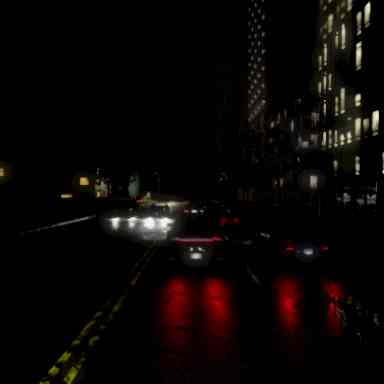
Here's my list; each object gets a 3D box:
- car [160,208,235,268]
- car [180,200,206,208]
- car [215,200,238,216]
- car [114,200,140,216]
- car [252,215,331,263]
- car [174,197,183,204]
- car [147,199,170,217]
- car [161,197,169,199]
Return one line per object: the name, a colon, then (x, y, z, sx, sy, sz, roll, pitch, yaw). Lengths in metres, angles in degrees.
car: (0.132, 1.520, 11.402, 2.128, 1.511, 4.902, 0, 0, 0)
car: (0.228, 1.626, 29.360, 2.033, 1.411, 5.357, 0, 0, 0)
car: (3.501, 1.588, 33.872, 2.128, 1.511, 4.902, 0, 0, 0)
car: (-6.445, 1.564, 33.399, 1.882, 1.535, 5.008, 0, 0, 0)
car: (3.390, 1.557, 11.940, 1.812, 1.442, 4.674, 0, 0, 0)
car: (-2.910, 1.794, 73.101, 2.033, 1.411, 5.357, 0, 0, 0)
car: (-3.202, 1.687, 32.451, 1.895, 1.301, 4.718, 0, 0, 0)
car: (-6.157, 1.779, 73.950, 1.812, 1.442, 4.674, 0, 0, 0)
